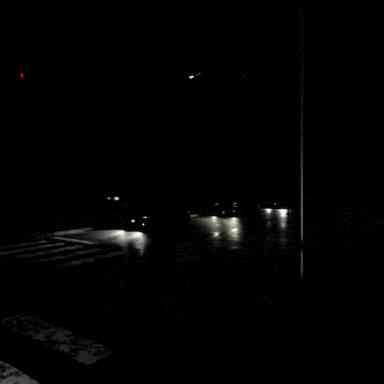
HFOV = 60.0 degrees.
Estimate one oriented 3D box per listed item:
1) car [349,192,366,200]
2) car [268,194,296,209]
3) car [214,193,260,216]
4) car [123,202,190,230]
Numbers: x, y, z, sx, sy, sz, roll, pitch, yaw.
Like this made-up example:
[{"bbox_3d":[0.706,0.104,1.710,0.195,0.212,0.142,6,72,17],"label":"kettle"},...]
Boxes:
[{"bbox_3d":[26.021,0.604,52.322,1.994,1.385,4.181,0,1,35],"label":"car"},{"bbox_3d":[9.648,0.898,34.941,1.837,1.490,4.892,0,1,36],"label":"car"},{"bbox_3d":[3.649,0.913,26.584,2.097,1.767,4.553,0,1,36],"label":"car"},{"bbox_3d":[-1.905,1.285,18.825,1.994,1.385,4.181,0,1,35],"label":"car"}]
